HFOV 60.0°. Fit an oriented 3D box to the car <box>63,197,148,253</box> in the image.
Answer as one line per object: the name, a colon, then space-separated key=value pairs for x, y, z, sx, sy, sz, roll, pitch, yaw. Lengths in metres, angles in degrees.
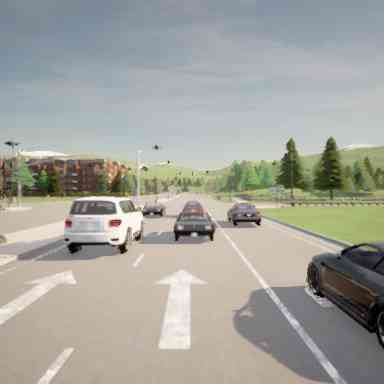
car: x=-3.397 y=1.209 z=13.764 sx=2.150 sy=2.045 sz=5.566 roll=0 pitch=0 yaw=0

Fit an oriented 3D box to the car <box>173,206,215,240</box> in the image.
car: x=0.103 y=1.586 z=16.781 sx=1.895 sy=1.301 sz=4.718 roll=0 pitch=0 yaw=0

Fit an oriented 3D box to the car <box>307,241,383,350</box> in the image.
car: x=3.601 y=1.559 z=5.915 sx=1.994 sy=1.385 sz=4.181 roll=0 pitch=0 yaw=0

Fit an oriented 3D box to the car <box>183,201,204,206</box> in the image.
car: x=0.107 y=1.538 z=30.364 sx=1.994 sy=1.385 sz=4.181 roll=0 pitch=0 yaw=0

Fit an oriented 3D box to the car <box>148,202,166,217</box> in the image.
car: x=-3.394 y=1.574 z=30.267 sx=1.895 sy=1.301 sz=4.718 roll=0 pitch=0 yaw=0

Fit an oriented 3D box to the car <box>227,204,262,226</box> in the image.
car: x=3.604 y=1.527 z=23.476 sx=2.033 sy=1.411 sz=5.357 roll=0 pitch=0 yaw=0
